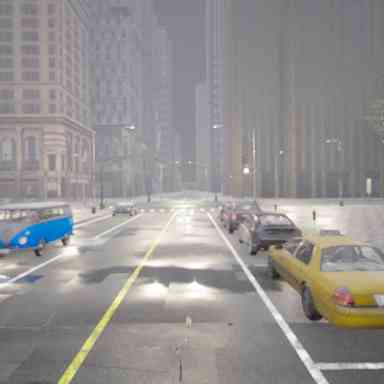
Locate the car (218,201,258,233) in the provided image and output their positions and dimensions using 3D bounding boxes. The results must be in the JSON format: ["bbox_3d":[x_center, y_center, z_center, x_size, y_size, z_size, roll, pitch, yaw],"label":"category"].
[{"bbox_3d":[2.727,1.247,18.007,1.967,1.590,4.097,-1,1,0],"label":"car"}]

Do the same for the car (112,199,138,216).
[{"bbox_3d":[-5.818,1.339,29.272,2.008,1.369,4.403,-1,1,0],"label":"car"}]

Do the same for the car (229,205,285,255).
[{"bbox_3d":[2.739,1.409,12.366,2.008,1.369,4.403,-1,1,0],"label":"car"}]

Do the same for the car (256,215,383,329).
[{"bbox_3d":[2.748,1.434,6.896,1.752,1.417,4.829,-1,1,0],"label":"car"}]

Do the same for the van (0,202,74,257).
[{"bbox_3d":[-5.789,1.287,12.348,1.690,1.788,3.998,-1,1,0],"label":"van"}]

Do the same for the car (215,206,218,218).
[{"bbox_3d":[2.717,1.304,23.648,2.008,1.369,4.403,-1,1,0],"label":"car"}]
